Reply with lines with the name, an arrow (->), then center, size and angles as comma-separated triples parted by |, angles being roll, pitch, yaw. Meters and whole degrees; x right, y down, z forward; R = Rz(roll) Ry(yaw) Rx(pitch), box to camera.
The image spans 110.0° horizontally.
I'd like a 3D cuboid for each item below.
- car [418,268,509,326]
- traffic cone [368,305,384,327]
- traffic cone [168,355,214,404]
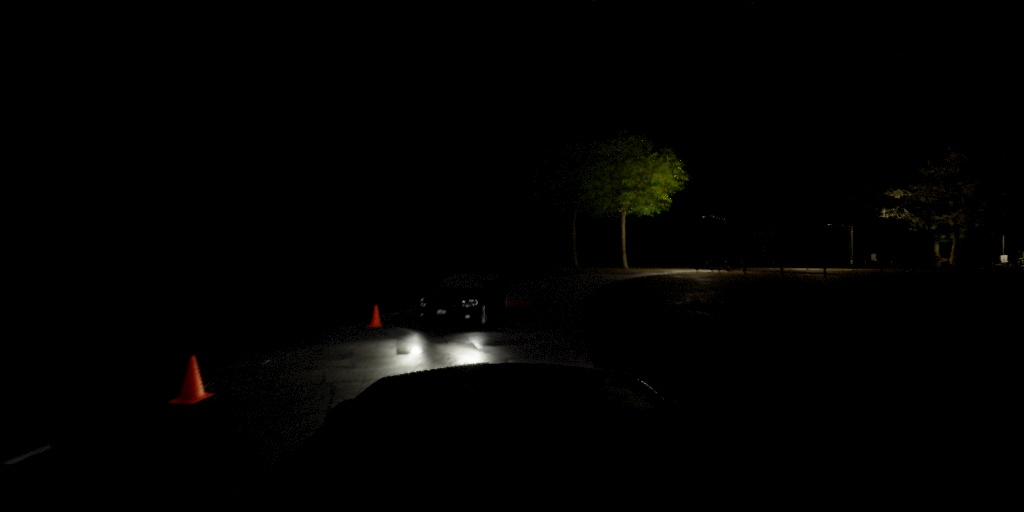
car -> -1.382, 1.203, 11.935 | 1.882, 1.535, 5.008 | 0, 0, 11
traffic cone -> -3.834, 1.661, 10.079 | 0.340, 0.580, 0.340 | 0, 0, 8
traffic cone -> -4.377, 1.658, 4.904 | 0.340, 0.580, 0.340 | 0, 0, 4
